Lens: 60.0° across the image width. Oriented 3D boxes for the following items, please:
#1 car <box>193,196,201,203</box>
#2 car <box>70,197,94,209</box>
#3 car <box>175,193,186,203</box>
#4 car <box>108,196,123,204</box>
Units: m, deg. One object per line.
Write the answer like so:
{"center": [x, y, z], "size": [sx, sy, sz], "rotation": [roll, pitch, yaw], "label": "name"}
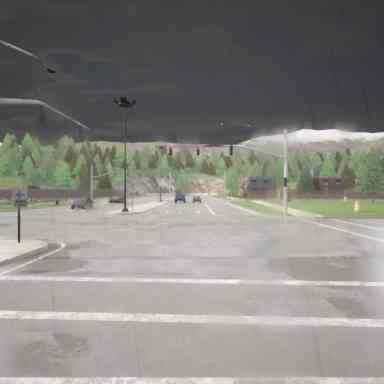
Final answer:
{"center": [1.022, 1.547, 69.888], "size": [2.033, 1.411, 5.357], "rotation": [0, 0, 1], "label": "car"}
{"center": [-14.540, 1.503, 44.248], "size": [1.837, 1.490, 4.892], "rotation": [0, 0, 1], "label": "car"}
{"center": [-2.489, 1.223, 70.398], "size": [2.150, 2.045, 5.566], "rotation": [0, 0, 1], "label": "car"}
{"center": [-14.205, 1.477, 62.278], "size": [1.882, 1.535, 5.008], "rotation": [0, 0, 1], "label": "car"}
